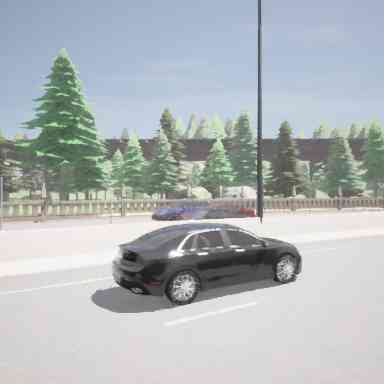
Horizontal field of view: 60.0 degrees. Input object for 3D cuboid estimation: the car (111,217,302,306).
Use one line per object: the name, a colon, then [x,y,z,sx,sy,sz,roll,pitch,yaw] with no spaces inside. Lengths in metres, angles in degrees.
car: [0.553,1.504,8.035,4.892,1.490,1.837,0,0,-32]

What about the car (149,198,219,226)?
car: [-0.575,1.352,23.688,4.553,1.767,2.097,0,0,-27]

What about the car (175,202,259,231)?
car: [1.606,1.477,20.914,5.008,1.535,1.882,0,0,-27]

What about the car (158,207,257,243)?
car: [0.828,1.526,16.520,4.674,1.442,1.812,0,0,-29]
